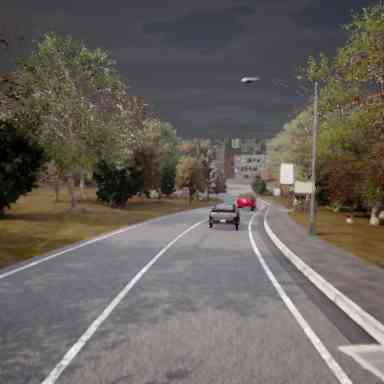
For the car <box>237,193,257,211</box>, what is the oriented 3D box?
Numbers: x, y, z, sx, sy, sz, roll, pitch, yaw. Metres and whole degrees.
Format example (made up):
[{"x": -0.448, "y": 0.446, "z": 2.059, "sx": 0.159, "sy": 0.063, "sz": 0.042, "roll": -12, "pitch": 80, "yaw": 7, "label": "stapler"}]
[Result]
[{"x": 6.911, "y": 1.213, "z": 42.234, "sx": 2.150, "sy": 2.045, "sz": 5.566, "roll": 1, "pitch": 0, "yaw": 14, "label": "car"}]

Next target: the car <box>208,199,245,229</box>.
[{"x": 2.207, "y": 1.471, "z": 21.754, "sx": 2.128, "sy": 1.511, "sz": 4.902, "roll": 1, "pitch": 0, "yaw": 10, "label": "car"}]
